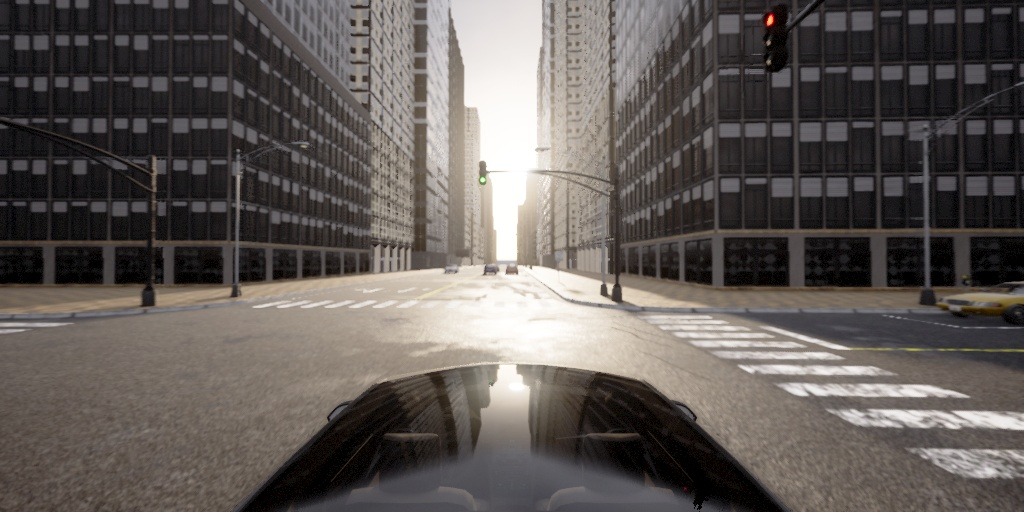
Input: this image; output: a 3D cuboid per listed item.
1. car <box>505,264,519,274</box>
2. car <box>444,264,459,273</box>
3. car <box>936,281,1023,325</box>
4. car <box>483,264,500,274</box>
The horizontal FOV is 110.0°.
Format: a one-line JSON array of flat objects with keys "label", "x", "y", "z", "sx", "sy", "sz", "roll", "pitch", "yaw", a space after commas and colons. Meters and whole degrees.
[{"label": "car", "x": 0.005, "y": 2.054, "z": 54.801, "sx": 1.994, "sy": 1.385, "sz": 4.181, "roll": 0, "pitch": -1, "yaw": 0}, {"label": "car", "x": -9.745, "y": 2.074, "z": 58.553, "sx": 1.812, "sy": 1.442, "sz": 4.674, "roll": 0, "pitch": -1, "yaw": 0}, {"label": "car", "x": 17.089, "y": 1.411, "z": 11.795, "sx": 4.829, "sy": 1.417, "sz": 1.751, "roll": 0, "pitch": 0, "yaw": 2}, {"label": "car", "x": -3.245, "y": 1.955, "z": 53.969, "sx": 1.882, "sy": 1.535, "sz": 5.008, "roll": 0, "pitch": -1, "yaw": 0}]
